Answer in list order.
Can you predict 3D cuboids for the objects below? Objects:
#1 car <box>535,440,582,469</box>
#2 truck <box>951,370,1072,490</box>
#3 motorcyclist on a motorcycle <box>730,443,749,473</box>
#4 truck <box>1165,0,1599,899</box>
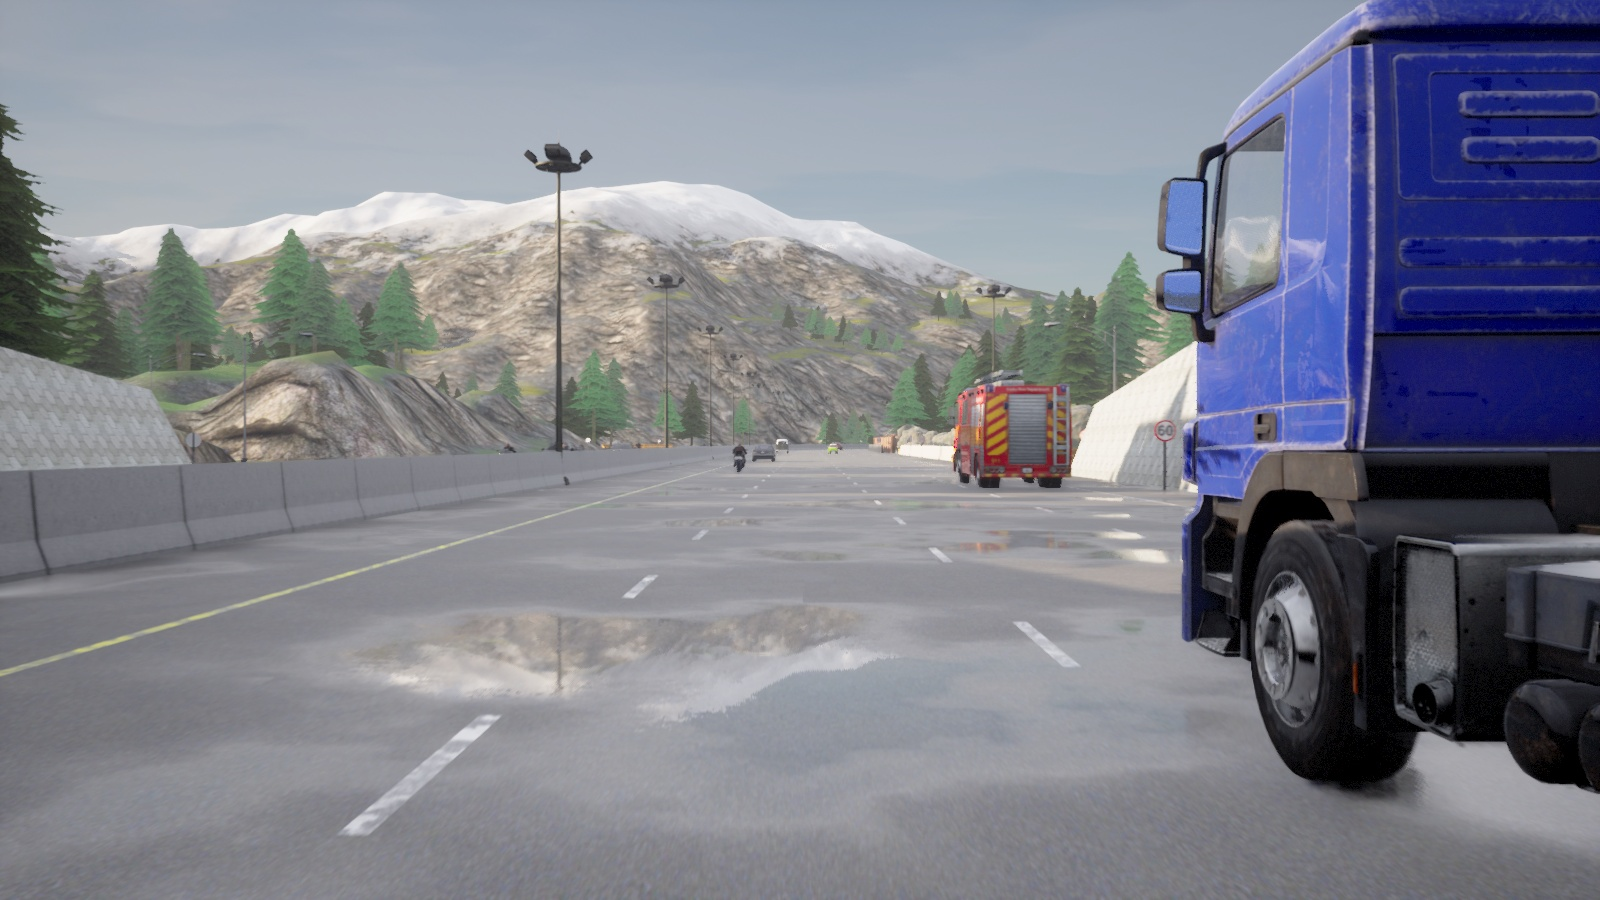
[{"bbox_3d":[-13.582,0.235,70.740,1.851,1.617,3.988,0,0,0],"label":"car"},{"bbox_3d":[7.269,-0.663,44.434,2.891,3.827,8.468,0,0,0],"label":"truck"},{"bbox_3d":[-3.115,0.412,65.018,0.866,1.530,2.191,0,0,0],"label":"motorcyclist on a motorcycle"},{"bbox_3d":[3.535,-0.251,3.269,2.891,3.462,7.936,0,0,0],"label":"truck"}]
